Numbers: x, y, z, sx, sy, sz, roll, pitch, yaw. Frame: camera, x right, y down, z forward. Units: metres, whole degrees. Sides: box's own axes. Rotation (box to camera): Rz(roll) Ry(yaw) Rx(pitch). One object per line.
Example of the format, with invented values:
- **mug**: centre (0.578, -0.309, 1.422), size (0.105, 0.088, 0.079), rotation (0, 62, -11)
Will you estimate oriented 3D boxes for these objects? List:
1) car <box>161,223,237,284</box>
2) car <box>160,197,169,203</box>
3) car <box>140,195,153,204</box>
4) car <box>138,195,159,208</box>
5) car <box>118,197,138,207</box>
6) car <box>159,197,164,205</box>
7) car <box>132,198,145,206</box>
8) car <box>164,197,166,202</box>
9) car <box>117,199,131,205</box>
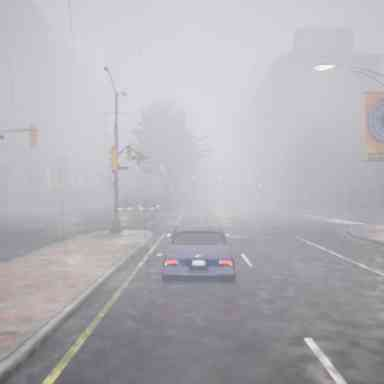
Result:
- **car**: centre (0.181, 1.610, 9.755), size (2.033, 1.411, 5.357), rotation (0, 0, 1)
- **car**: centre (-7.046, 2.016, 85.541), size (1.882, 1.535, 5.008), rotation (0, 0, 1)
- **car**: centre (-10.636, 1.712, 77.615), size (2.150, 2.045, 5.566), rotation (0, 0, 1)
- **car**: centre (-7.450, 1.709, 56.900), size (2.097, 1.767, 4.553), rotation (0, 0, 1)
- **car**: centre (-10.949, 1.708, 56.751), size (2.097, 1.767, 4.553), rotation (0, 0, 1)
- **car**: centre (-7.299, 1.765, 65.673), size (2.097, 1.767, 4.553), rotation (0, 0, 1)
- **car**: centre (-10.764, 1.925, 66.927), size (1.837, 1.490, 4.892), rotation (0, 0, 1)
- **car**: centre (-7.160, 2.000, 75.446), size (2.128, 1.511, 4.902), rotation (0, 0, 1)
- **car**: centre (-13.986, 2.025, 68.692), size (1.895, 1.301, 4.718), rotation (0, 0, 0)
